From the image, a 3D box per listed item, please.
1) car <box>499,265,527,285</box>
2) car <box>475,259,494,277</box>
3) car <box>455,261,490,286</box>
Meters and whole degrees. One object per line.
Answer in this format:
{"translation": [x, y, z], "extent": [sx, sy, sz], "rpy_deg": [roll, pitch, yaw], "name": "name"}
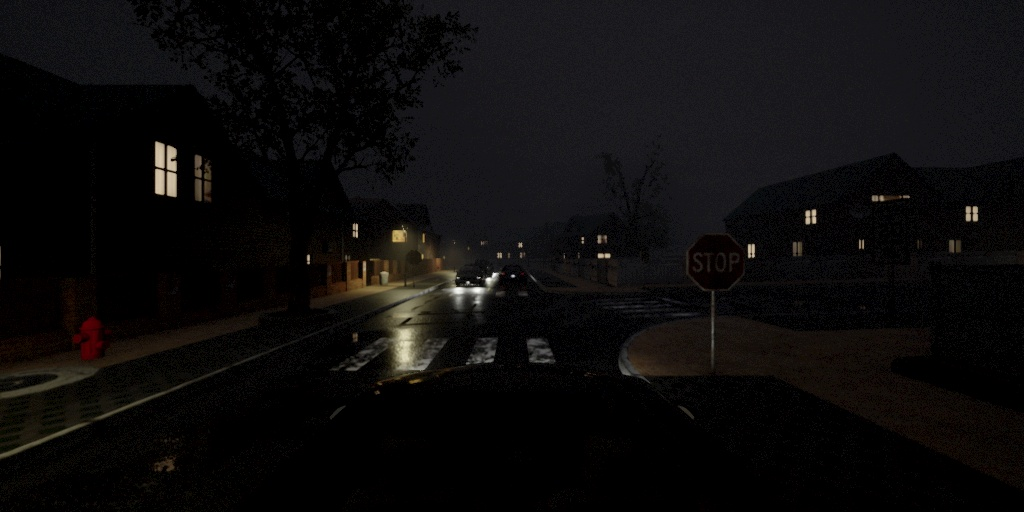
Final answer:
{"translation": [0.068, 1.328, 26.343], "extent": [1.994, 1.385, 4.181], "rpy_deg": [0, 0, 0], "name": "car"}
{"translation": [-2.969, 1.120, 35.334], "extent": [2.097, 1.767, 4.553], "rpy_deg": [0, 0, -1], "name": "car"}
{"translation": [-2.857, 1.311, 25.494], "extent": [2.033, 1.411, 5.357], "rpy_deg": [0, 0, -1], "name": "car"}
